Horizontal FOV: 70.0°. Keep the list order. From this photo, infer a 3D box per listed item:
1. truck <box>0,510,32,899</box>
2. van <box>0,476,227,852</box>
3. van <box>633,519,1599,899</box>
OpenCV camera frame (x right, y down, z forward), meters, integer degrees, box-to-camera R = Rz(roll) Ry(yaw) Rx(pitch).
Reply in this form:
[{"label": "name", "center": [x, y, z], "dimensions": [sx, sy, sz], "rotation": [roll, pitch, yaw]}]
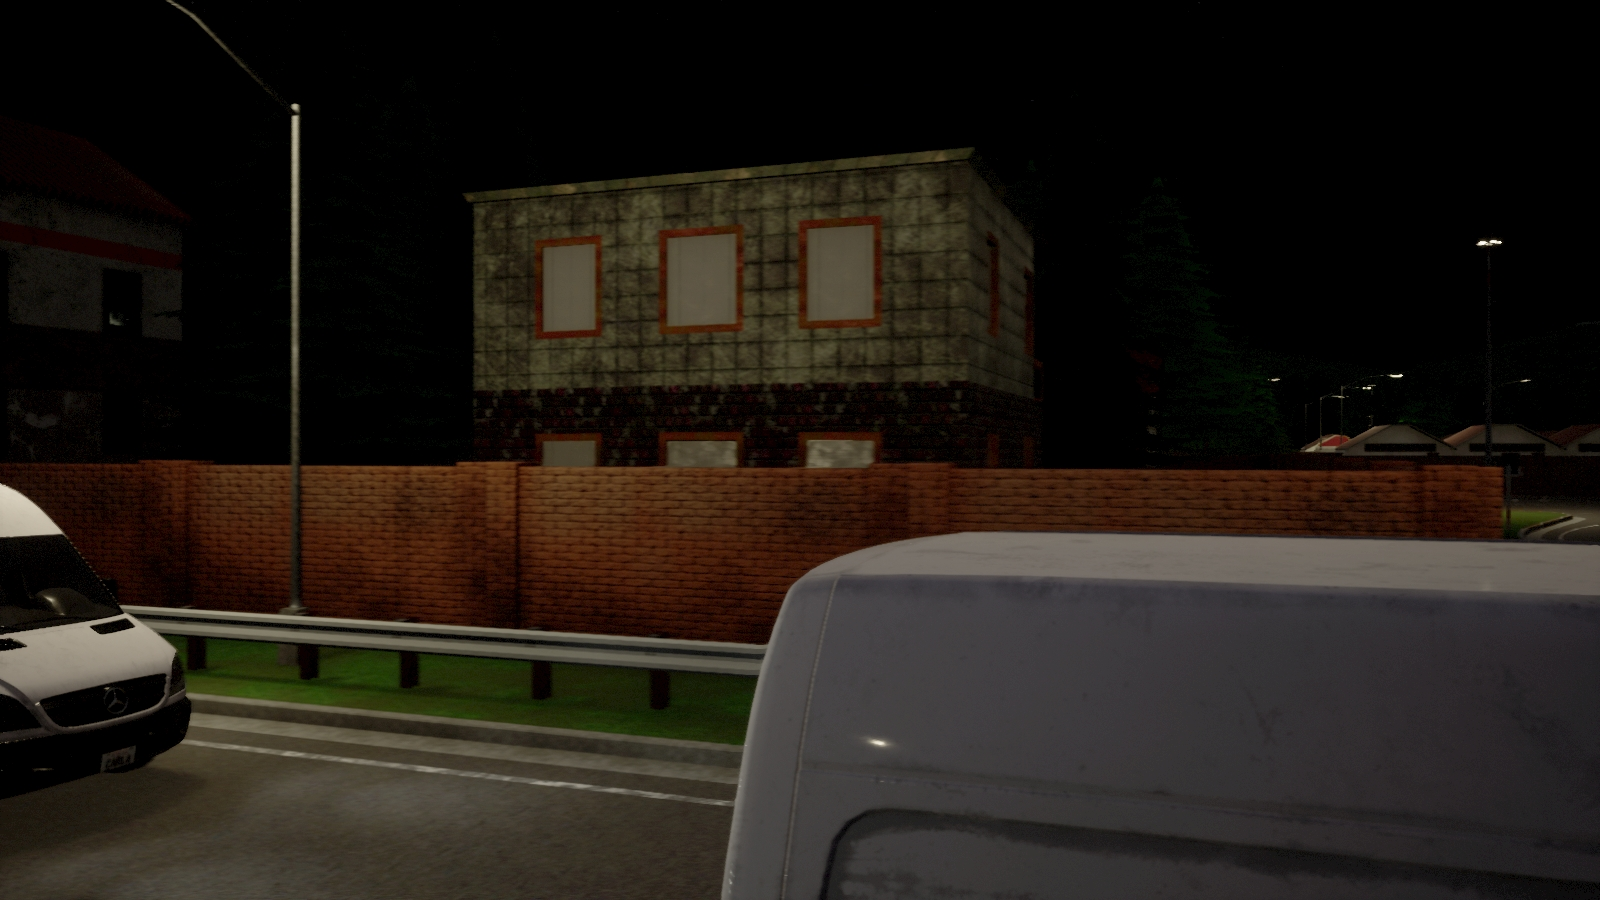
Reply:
[{"label": "truck", "center": [-7.021, 1.565, 5.779], "dimensions": [5.204, 2.467, 2.627], "rotation": [0, 0, 20]}, {"label": "van", "center": [-8.043, 1.527, 9.867], "dimensions": [5.915, 2.561, 1.988], "rotation": [0, 0, 20]}, {"label": "van", "center": [2.777, 1.535, 2.275], "dimensions": [5.915, 2.561, 1.988], "rotation": [0, 0, 20]}]
